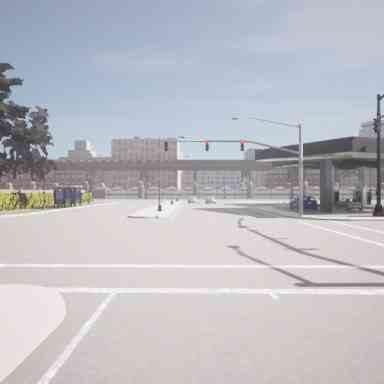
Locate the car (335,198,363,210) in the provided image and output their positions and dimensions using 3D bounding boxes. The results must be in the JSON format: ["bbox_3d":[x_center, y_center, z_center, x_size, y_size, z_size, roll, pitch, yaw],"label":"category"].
[{"bbox_3d":[19.009,1.456,40.407,1.970,1.475,3.806,0,0,0],"label":"car"}]

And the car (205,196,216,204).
[{"bbox_3d":[3.585,1.525,64.340,1.812,1.442,4.674,0,0,0],"label":"car"}]

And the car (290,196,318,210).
[{"bbox_3d":[13.263,1.295,39.652,2.242,1.667,4.611,0,0,0],"label":"car"}]

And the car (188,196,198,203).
[{"bbox_3d":[0.192,1.525,66.125,1.812,1.442,4.674,0,0,0],"label":"car"}]
